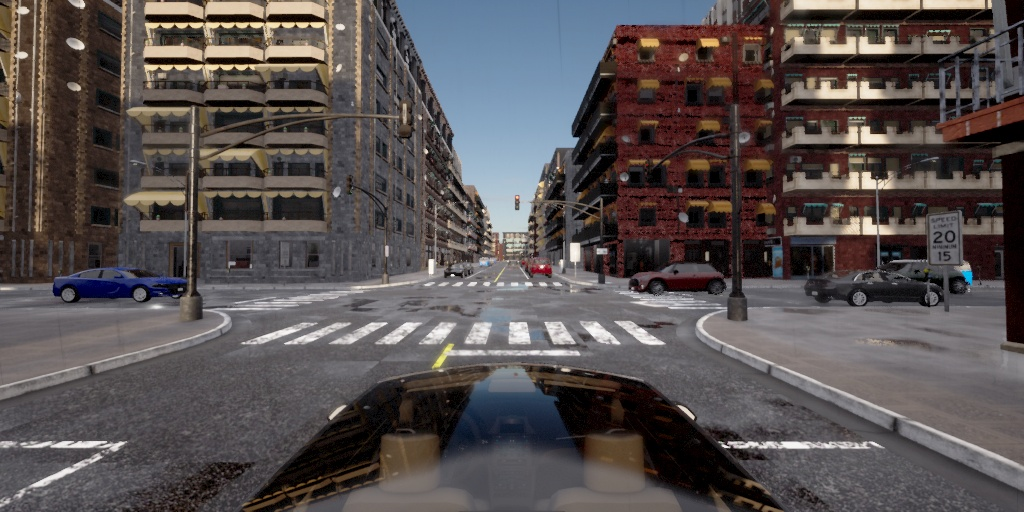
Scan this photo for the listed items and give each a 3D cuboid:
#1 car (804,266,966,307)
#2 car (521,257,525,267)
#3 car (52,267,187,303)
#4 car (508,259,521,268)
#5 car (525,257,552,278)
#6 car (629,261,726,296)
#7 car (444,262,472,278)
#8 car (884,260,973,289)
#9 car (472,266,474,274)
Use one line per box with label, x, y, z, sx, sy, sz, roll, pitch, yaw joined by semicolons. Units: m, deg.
car;13.765;1.189;13.698;4.403;1.370;2.007;0;0;0
car;2.639;1.098;45.133;2.192;1.841;5.009;0;0;0
car;-17.590;1.259;16.314;5.008;1.535;1.882;0;-1;0
car;0.203;1.332;63.535;2.128;1.511;4.902;0;0;0
car;2.620;1.086;34.010;2.192;1.841;5.009;0;0;0
car;8.568;1.114;18.894;4.553;1.767;2.097;0;-1;-3
car;-5.261;1.337;33.978;1.948;1.339;4.313;0;0;0
car;20.928;1.087;19.102;4.553;1.767;2.097;0;-1;0
car;-5.252;1.342;39.539;1.948;1.339;4.313;0;0;0
